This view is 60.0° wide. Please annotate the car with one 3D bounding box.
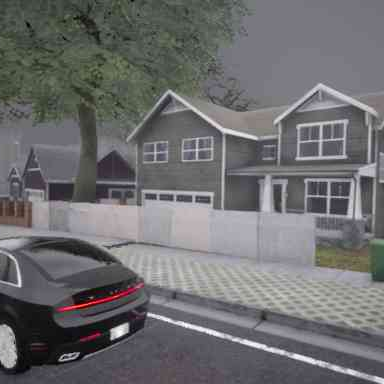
[{"bbox_3d":[-2.883,1.513,5.614,4.892,1.490,1.837,0,0,35],"label":"car"}]
